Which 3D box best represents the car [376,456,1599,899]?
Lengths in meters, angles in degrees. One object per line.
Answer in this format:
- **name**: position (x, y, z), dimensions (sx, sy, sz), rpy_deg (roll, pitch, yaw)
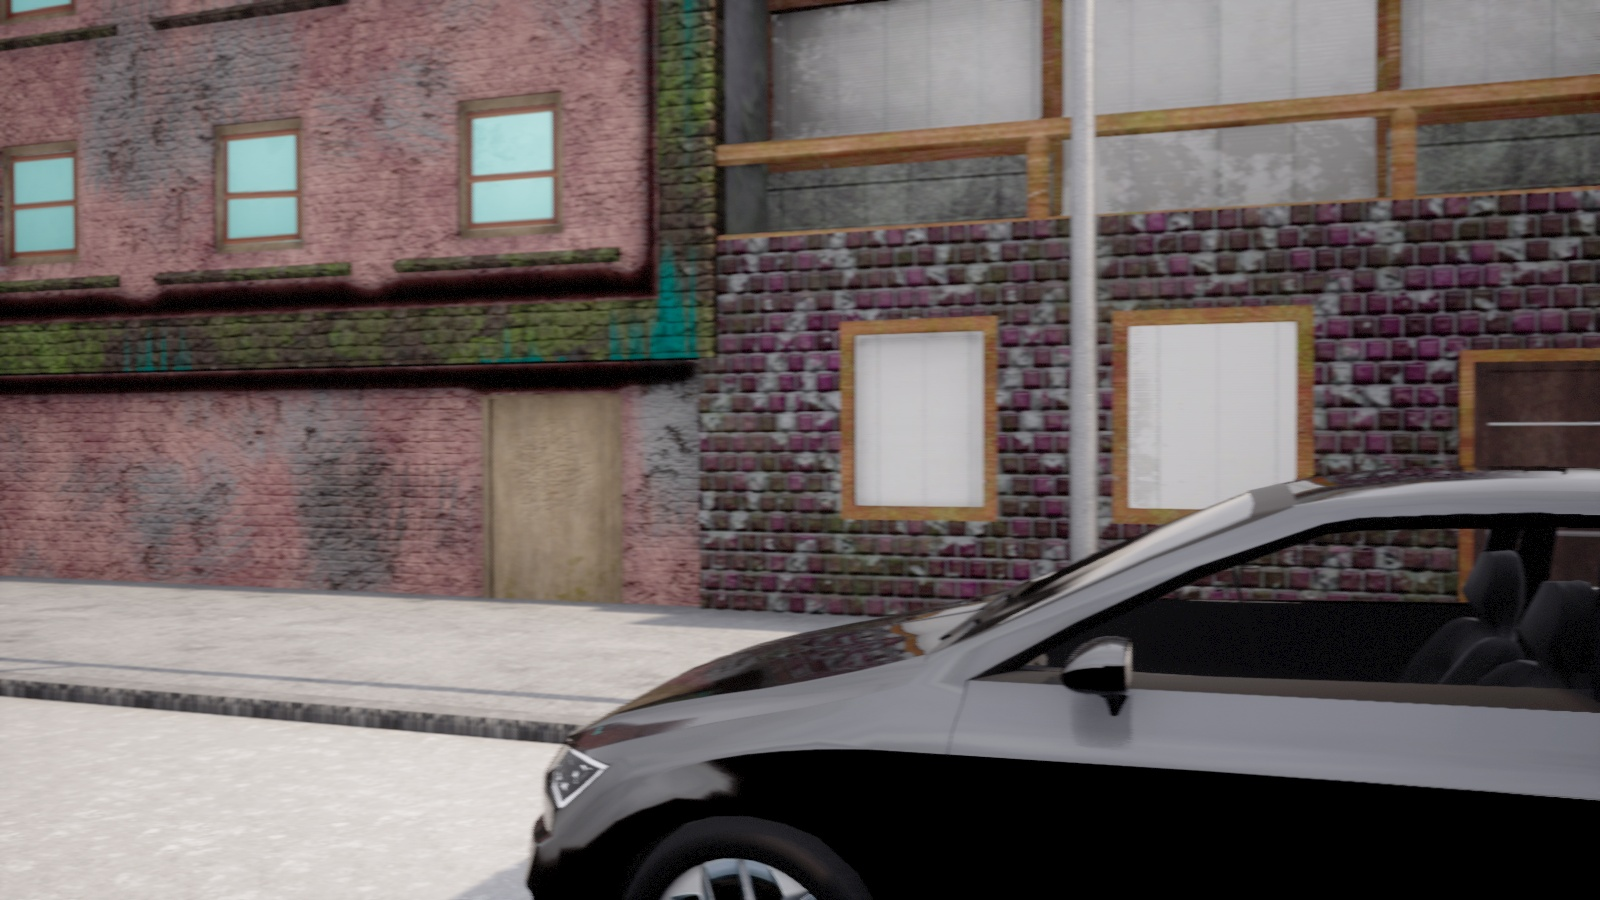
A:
- **car**: position (1.225, 0.792, 3.308), dimensions (4.193, 1.474, 1.816), rpy_deg (1, 1, 19)
